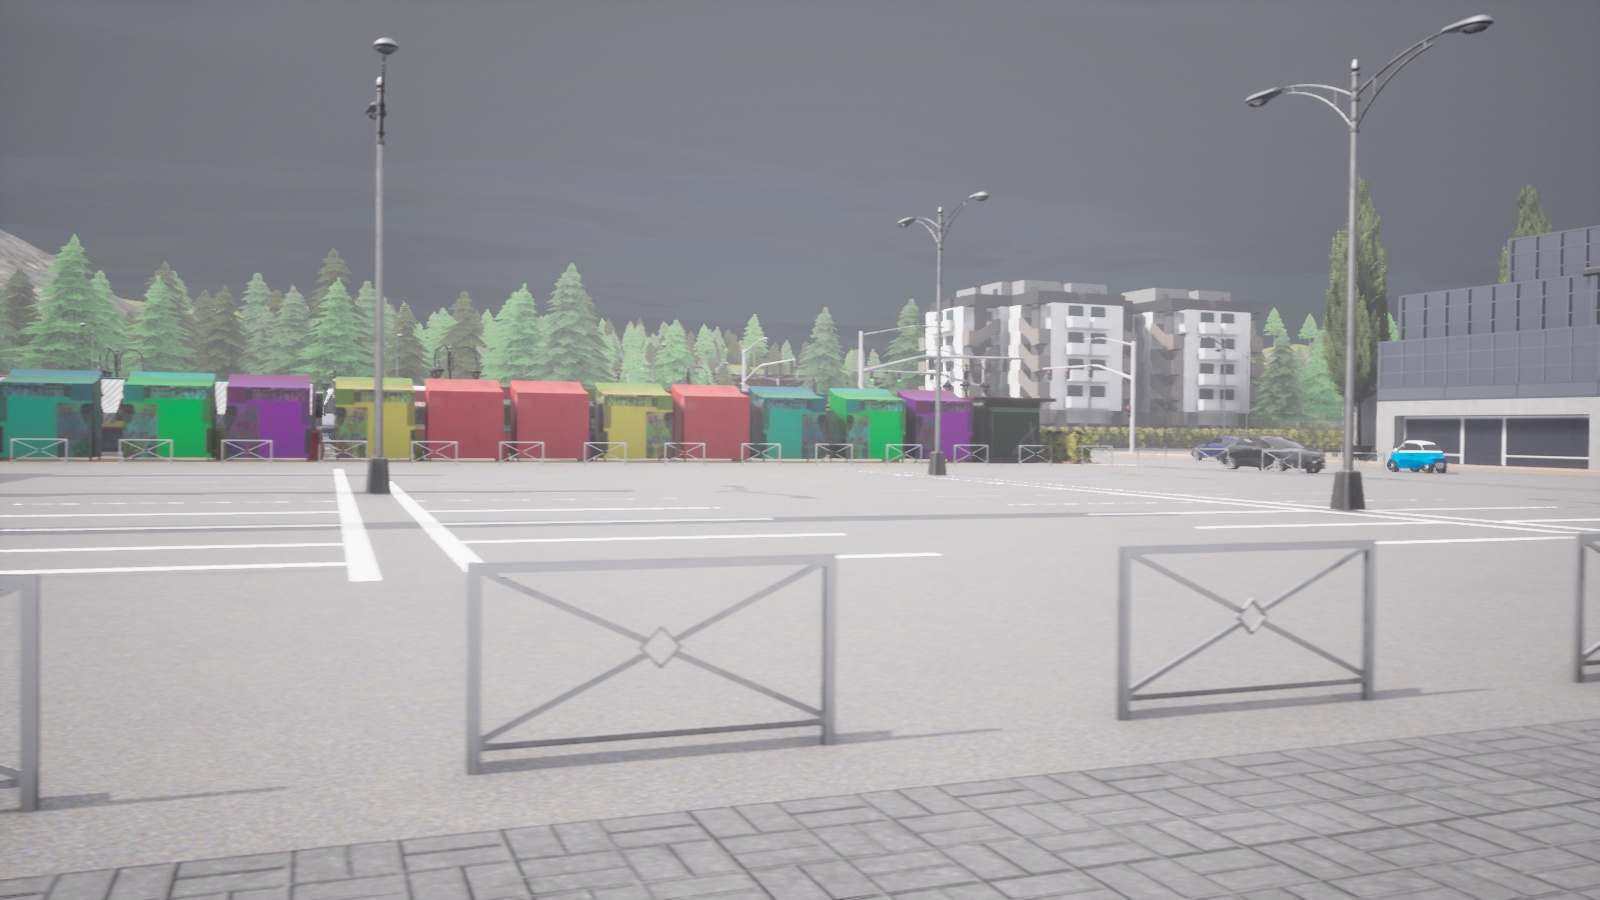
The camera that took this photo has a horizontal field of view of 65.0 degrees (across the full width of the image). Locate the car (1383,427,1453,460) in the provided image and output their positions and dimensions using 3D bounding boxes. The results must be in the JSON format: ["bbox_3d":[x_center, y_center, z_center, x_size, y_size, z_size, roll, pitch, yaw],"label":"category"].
[{"bbox_3d":[26.074,-0.292,53.003,1.481,1.376,2.207,-1,1,-22],"label":"car"}]

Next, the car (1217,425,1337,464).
[{"bbox_3d":[19.260,-0.234,50.949,1.837,1.490,4.892,-1,1,-19],"label":"car"}]

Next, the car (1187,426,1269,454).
[{"bbox_3d":[23.779,-0.572,69.964,1.812,1.442,4.674,-1,1,-19],"label":"car"}]

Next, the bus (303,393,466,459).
[{"bbox_3d":[-28.248,-1.665,85.519,10.273,4.253,3.944,-1,1,-21],"label":"bus"}]
